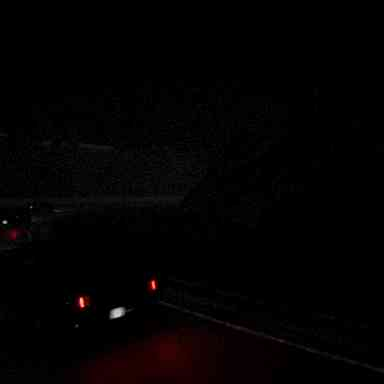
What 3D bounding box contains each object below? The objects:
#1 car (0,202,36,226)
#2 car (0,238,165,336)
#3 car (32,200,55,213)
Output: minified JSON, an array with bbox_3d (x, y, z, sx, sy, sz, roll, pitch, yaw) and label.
[{"bbox_3d":[-12.675,1.653,23.577,1.895,1.301,4.718,0,0,-18],"label":"car"},{"bbox_3d":[-2.745,1.622,6.831,4.718,1.301,1.895,0,0,45],"label":"car"},{"bbox_3d":[-17.654,1.663,38.740,1.994,1.385,4.181,0,0,3],"label":"car"}]
